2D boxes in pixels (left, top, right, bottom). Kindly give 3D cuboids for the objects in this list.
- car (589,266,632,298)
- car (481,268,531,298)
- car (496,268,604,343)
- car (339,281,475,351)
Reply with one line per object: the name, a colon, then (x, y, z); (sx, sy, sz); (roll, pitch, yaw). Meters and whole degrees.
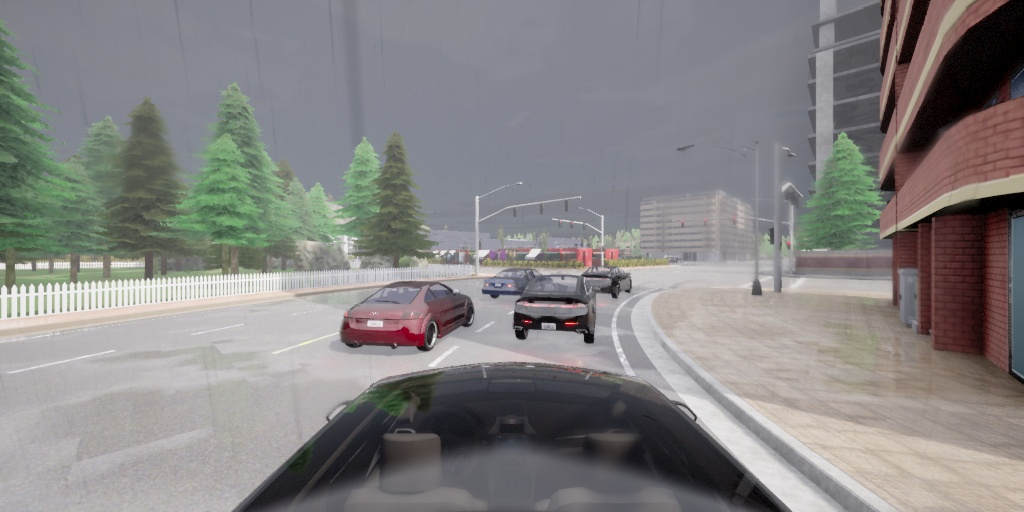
car: (4.836, 1.236, 18.338); (2.128, 1.511, 4.902); (1, 1, 29)
car: (0.463, 1.297, 17.823); (2.033, 1.411, 5.357); (0, 0, 25)
car: (1.344, 1.242, 9.777); (2.128, 1.511, 4.902); (0, 0, 14)
car: (-2.365, 1.314, 9.105); (1.994, 1.385, 4.181); (0, 0, 10)
